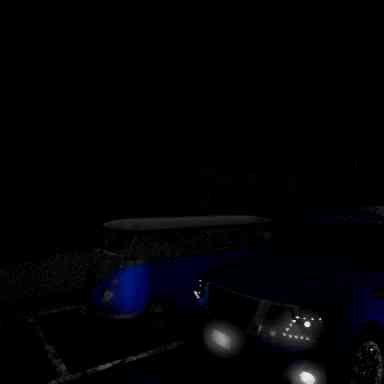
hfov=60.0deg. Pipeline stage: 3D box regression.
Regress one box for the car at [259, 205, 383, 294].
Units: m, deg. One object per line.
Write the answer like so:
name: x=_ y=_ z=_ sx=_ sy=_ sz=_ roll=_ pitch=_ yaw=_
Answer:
car: x=4.543 y=1.375 z=9.741 sx=5.009 sy=1.841 sz=2.192 roll=0 pitch=-1 yaw=-35

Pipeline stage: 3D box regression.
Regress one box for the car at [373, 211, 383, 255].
car: x=9.104 y=1.537 z=12.964 sx=4.097 sy=1.590 sz=1.967 roll=0 pitch=-1 yaw=-35

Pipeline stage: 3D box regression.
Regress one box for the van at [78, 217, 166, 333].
van: x=-0.018 y=1.364 z=6.517 sx=3.998 sy=1.788 sz=1.690 roll=0 pitch=-1 yaw=-35

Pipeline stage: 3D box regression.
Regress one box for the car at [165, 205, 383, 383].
car: x=2.574 y=1.254 z=5.192 sx=5.566 sy=2.045 sz=2.150 roll=0 pitch=0 yaw=-35
